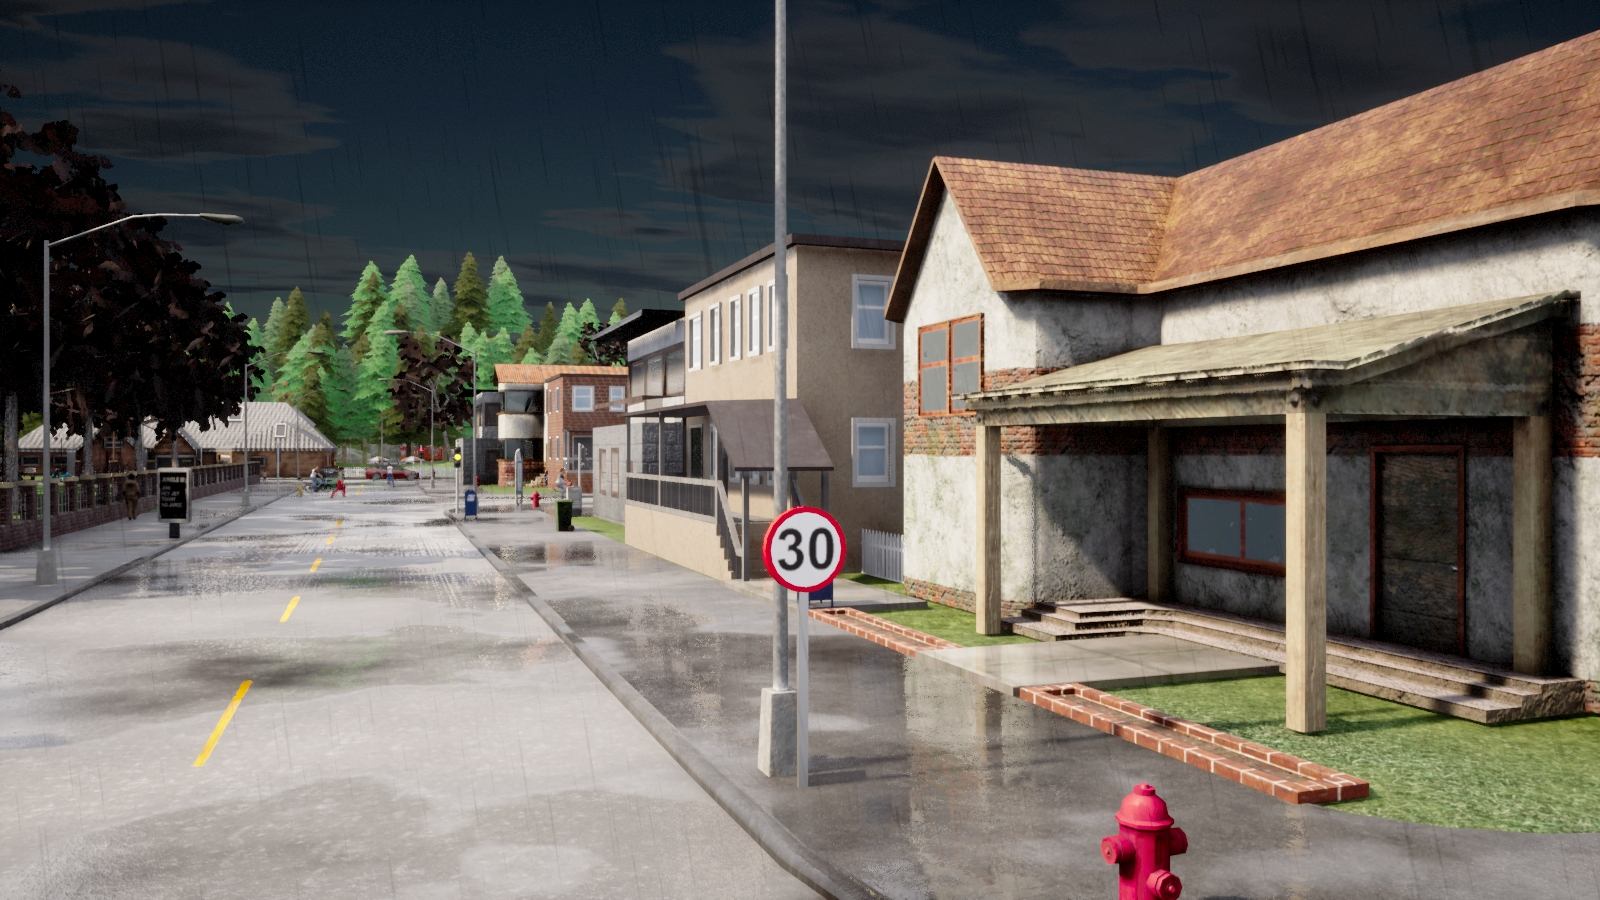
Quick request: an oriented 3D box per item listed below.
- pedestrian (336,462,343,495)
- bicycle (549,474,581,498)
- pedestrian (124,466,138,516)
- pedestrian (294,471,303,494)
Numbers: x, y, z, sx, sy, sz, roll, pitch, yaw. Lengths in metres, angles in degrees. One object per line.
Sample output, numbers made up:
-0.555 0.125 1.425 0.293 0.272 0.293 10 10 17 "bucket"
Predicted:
-26.344 1.628 65.378 0.375 1.860 0.375 0 0 -24 "pedestrian"
-12.584 1.936 61.152 1.643 1.296 0.373 0 -1 -14 "bicycle"
-25.132 1.525 42.938 0.375 1.860 0.375 0 0 -20 "pedestrian"
-29.389 1.908 66.981 0.375 1.300 0.375 0 0 2 "pedestrian"
